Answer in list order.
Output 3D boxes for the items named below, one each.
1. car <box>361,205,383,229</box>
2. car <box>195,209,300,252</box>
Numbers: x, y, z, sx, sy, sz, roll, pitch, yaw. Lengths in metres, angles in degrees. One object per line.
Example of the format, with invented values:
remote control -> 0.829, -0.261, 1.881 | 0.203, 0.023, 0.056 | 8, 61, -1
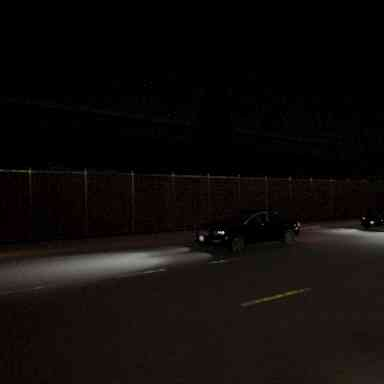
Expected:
car -> 12.340, 1.504, 20.323 | 4.892, 1.490, 1.837 | 0, 0, -33
car -> 2.419, 1.492, 13.912 | 4.902, 1.511, 2.128 | 0, 0, -33
